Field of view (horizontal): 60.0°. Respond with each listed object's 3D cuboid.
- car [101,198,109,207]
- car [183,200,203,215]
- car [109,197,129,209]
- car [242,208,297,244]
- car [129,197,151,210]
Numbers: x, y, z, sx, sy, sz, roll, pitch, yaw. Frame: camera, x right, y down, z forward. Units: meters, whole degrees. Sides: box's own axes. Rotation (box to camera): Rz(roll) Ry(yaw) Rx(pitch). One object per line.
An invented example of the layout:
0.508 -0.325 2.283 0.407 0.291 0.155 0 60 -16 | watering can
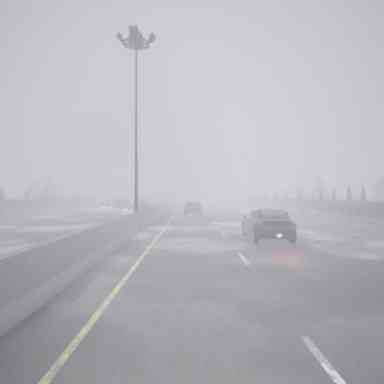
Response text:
-14.036 1.781 56.622 1.994 1.385 4.181 0 0 0 | car
0.113 1.597 34.953 2.128 1.511 4.902 0 0 0 | car
-10.555 1.533 50.015 2.097 1.767 4.553 0 0 0 | car
3.606 1.544 16.112 1.837 1.490 4.892 0 0 0 | car
-7.063 1.513 46.678 2.097 1.767 4.553 0 0 0 | car
